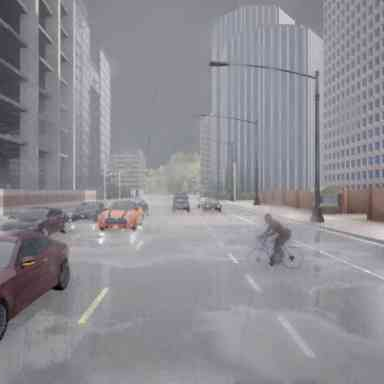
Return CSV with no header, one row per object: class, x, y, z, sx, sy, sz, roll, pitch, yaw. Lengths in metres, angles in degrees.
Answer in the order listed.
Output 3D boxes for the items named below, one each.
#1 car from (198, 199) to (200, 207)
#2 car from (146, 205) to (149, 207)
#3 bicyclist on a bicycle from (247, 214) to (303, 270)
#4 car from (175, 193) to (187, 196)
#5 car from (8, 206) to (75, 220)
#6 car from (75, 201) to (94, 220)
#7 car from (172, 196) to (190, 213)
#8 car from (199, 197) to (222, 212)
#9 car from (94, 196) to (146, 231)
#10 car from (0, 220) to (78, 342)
car,1.811,1.525,48.381,1.812,1.442,4.674,0,0,-2
car,-4.419,1.257,26.325,2.033,1.411,5.357,0,0,-2
bicyclist on a bicycle,2.370,1.455,9.564,1.656,1.620,0.582,-2,0,-2
car,-1.604,1.221,47.677,2.150,2.045,5.566,0,0,-2
car,-7.660,1.506,16.587,1.837,1.490,4.892,0,0,-2
car,-7.917,1.523,26.196,1.837,1.490,4.892,0,0,-2
car,-1.229,1.491,37.510,2.128,1.511,4.902,0,0,-2
car,2.234,1.601,38.549,1.895,1.301,4.718,0,0,-2
car,-4.302,1.351,20.637,2.097,1.767,4.553,0,0,-2
car,-3.780,1.526,6.335,1.812,1.442,4.674,0,0,-2
